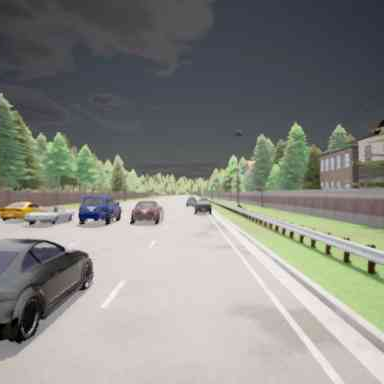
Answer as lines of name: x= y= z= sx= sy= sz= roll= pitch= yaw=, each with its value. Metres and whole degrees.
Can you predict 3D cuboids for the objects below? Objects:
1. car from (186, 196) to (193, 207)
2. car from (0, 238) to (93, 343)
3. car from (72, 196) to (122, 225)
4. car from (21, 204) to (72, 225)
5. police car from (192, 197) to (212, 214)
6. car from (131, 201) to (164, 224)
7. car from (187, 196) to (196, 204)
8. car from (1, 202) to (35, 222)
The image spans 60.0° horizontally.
car: x=-0.020 y=1.806 z=56.600 sx=1.994 sy=1.385 sz=4.181 roll=0 pitch=0 yaw=0
car: x=-3.407 y=1.592 z=6.510 sx=1.994 sy=1.385 sz=4.181 roll=0 pitch=0 yaw=0
car: x=-6.910 y=1.330 z=25.463 sx=2.150 sy=2.045 sz=5.566 roll=0 pitch=0 yaw=0
car: x=-10.410 y=1.706 z=24.734 sx=1.895 sy=1.301 sz=4.718 roll=0 pitch=0 yaw=0
police car: x=1.211 y=1.584 z=37.062 sx=1.930 sy=1.638 sz=5.238 roll=0 pitch=0 yaw=0
car: x=-3.411 y=1.463 z=26.041 sx=2.097 sy=1.767 sz=4.553 roll=0 pitch=0 yaw=0
car: x=-0.025 y=1.717 z=71.577 sx=1.837 sy=1.490 sz=4.892 roll=0 pitch=0 yaw=0
car: x=-13.910 y=1.596 z=27.886 sx=1.882 sy=1.535 sz=5.008 roll=0 pitch=0 yaw=0
